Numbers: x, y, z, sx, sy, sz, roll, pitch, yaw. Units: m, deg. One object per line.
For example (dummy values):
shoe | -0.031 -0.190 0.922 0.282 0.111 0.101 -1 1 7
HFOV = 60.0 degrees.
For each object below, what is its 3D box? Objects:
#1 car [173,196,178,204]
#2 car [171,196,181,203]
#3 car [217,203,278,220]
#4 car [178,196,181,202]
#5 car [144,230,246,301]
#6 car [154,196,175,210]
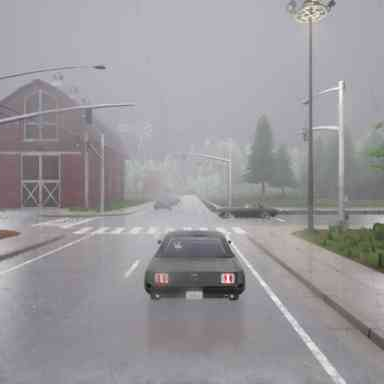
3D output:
car | -3.593 1.505 52.134 1.837 1.490 4.892 0 0 0
car | -3.501 1.590 72.514 1.895 1.301 4.718 0 0 0
car | 4.364 1.580 26.898 4.718 1.301 1.895 0 0 -1
car | -3.563 1.505 62.206 1.837 1.490 4.892 0 0 0
car | 0.066 1.601 8.300 1.895 1.301 4.718 0 0 0
car | -3.599 1.564 42.112 1.994 1.385 4.181 0 0 0
